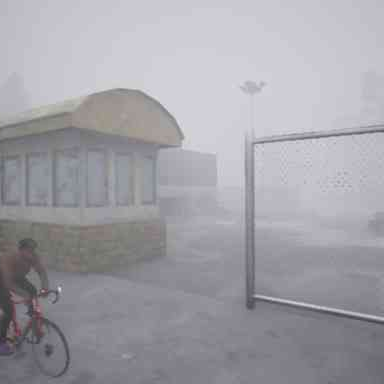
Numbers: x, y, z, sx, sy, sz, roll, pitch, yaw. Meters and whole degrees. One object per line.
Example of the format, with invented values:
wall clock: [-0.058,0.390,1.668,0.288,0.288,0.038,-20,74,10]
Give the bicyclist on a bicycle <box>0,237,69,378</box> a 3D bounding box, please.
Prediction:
bicyclist on a bicycle: [-2.092,1.368,4.112,1.656,1.620,0.582,1,4,30]
